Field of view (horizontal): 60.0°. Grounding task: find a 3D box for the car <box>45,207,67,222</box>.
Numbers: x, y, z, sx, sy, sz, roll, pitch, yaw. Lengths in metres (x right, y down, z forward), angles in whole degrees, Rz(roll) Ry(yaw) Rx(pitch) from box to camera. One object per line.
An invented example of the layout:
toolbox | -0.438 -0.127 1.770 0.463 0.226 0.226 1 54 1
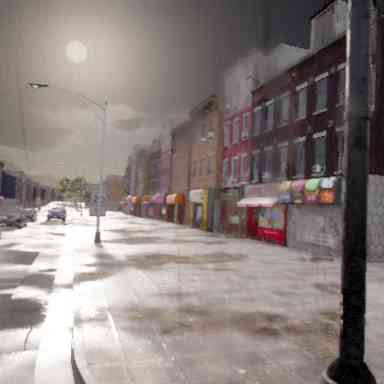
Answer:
car | -15.466 2.556 37.939 1.812 1.442 4.674 4 -3 -19

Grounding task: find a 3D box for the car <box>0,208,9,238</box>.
car | -11.013 1.717 16.937 1.837 1.490 4.892 4 -3 -20

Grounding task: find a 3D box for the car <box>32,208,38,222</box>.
car | -17.578 2.347 35.385 2.033 1.411 5.357 4 -3 -19

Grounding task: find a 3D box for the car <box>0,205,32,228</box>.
car | -14.297 1.842 26.161 2.097 1.767 4.553 4 -3 -19

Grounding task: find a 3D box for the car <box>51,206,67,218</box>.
car | -19.003 2.835 47.670 1.882 1.535 5.008 4 -3 -20
